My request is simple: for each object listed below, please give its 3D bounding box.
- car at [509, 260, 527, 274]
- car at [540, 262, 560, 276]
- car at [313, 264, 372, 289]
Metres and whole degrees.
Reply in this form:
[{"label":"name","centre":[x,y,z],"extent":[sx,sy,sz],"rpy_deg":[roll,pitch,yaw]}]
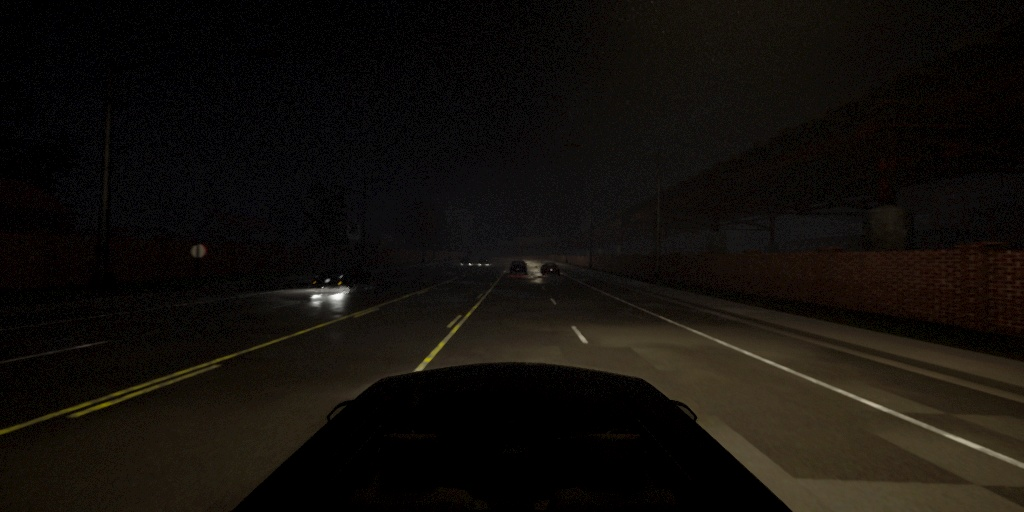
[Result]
[{"label":"car","centre":[0.729,1.222,40.744],"extent":[1.882,1.535,5.008],"rpy_deg":[1,1,2]},{"label":"car","centre":[4.201,1.399,39.761],"extent":[1.994,1.385,4.181],"rpy_deg":[1,1,2]},{"label":"car","centre":[-10.263,1.178,22.006],"extent":[1.994,1.385,4.181],"rpy_deg":[1,0,1]}]
